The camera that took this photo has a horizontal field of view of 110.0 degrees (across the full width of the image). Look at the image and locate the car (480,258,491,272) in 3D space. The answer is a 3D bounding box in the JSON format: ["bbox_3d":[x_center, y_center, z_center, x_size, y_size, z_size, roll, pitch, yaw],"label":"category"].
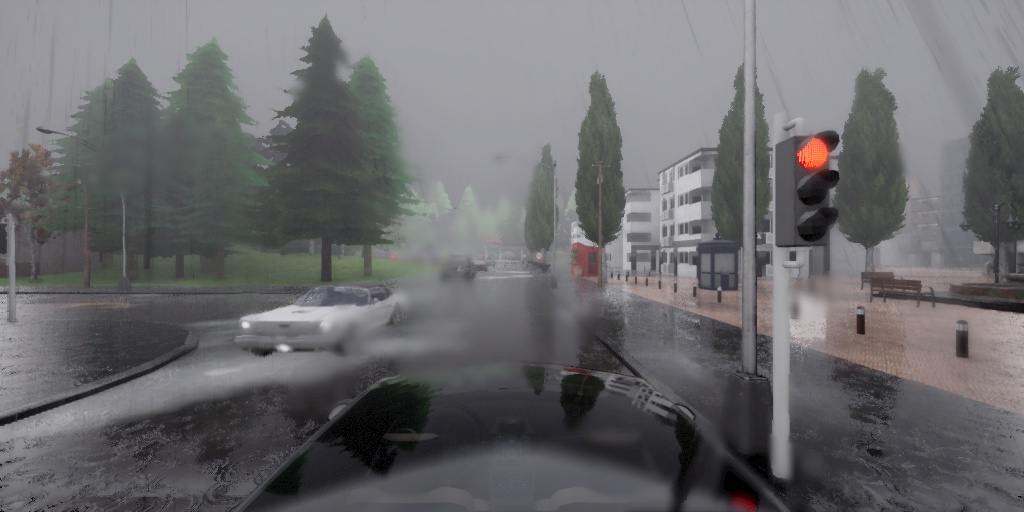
[{"bbox_3d":[-4.068,1.227,45.375,1.882,1.535,5.008,0,0,0],"label":"car"}]

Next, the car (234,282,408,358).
[{"bbox_3d":[-4.096,1.351,8.651,1.895,1.301,4.718,0,0,0],"label":"car"}]

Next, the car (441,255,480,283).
[{"bbox_3d":[-4.089,0.971,28.338,2.150,2.045,5.566,0,0,0],"label":"car"}]

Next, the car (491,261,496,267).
[{"bbox_3d":[-3.937,1.325,63.608,1.994,1.385,4.181,0,0,0],"label":"car"}]
